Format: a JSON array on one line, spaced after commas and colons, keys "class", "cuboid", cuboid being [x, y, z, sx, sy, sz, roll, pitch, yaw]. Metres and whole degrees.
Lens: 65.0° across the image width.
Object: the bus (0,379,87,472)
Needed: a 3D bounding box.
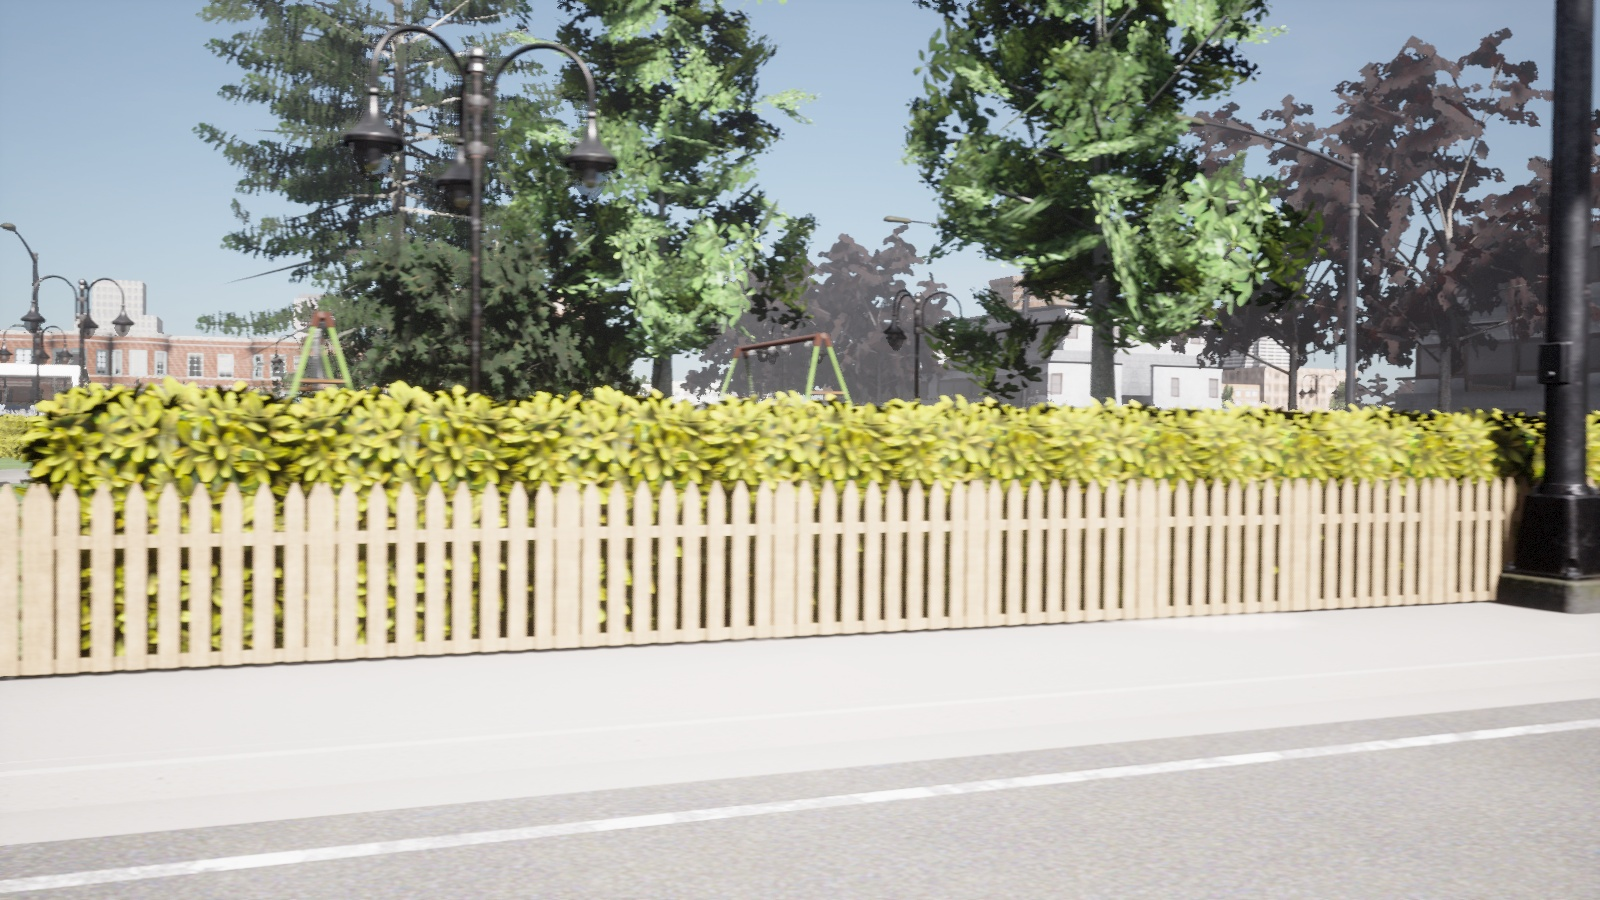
[{"class": "bus", "cuboid": [-39.390, -1.104, 58.466, 10.273, 4.253, 3.944, -1, 1, -22]}]
